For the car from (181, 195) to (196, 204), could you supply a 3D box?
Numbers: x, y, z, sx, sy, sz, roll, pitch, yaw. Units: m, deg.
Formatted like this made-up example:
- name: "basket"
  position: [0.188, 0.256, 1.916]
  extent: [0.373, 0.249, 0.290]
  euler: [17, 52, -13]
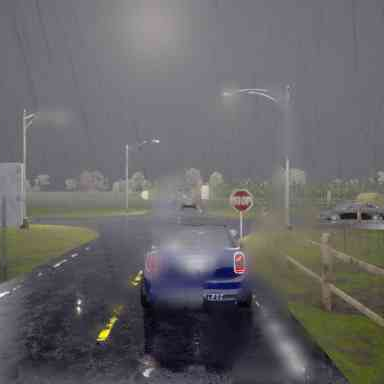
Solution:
- name: "car"
  position: [-0.462, 1.538, 47.321]
  extent: [1.994, 1.385, 4.181]
  euler: [0, 0, -1]

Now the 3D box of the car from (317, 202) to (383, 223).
- name: "car"
  position: [11.845, 1.485, 24.555]
  extent: [4.902, 1.511, 2.128]
  euler: [0, 0, 6]

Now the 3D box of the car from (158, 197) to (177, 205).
- name: "car"
  position: [-3.280, 1.457, 42.540]
  extent: [1.882, 1.535, 5.008]
  euler: [0, 0, -1]

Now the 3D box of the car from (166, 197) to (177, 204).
- name: "car"
  position: [-3.743, 1.559, 62.608]
  extent: [1.895, 1.301, 4.718]
  euler: [0, 0, -1]

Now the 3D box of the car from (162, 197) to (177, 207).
- name: "car"
  position: [-3.500, 1.517, 52.498]
  extent: [2.033, 1.411, 5.357]
  euler: [0, 0, -1]

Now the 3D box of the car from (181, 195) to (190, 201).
- name: "car"
  position: [-1.603, 1.454, 82.375]
  extent: [2.128, 1.511, 4.902]
  euler: [0, 0, -2]

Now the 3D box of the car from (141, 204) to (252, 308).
- name: "car"
  position: [0.074, 1.351, 8.090]
  extent: [2.097, 1.767, 4.553]
  euler: [0, 0, 0]
